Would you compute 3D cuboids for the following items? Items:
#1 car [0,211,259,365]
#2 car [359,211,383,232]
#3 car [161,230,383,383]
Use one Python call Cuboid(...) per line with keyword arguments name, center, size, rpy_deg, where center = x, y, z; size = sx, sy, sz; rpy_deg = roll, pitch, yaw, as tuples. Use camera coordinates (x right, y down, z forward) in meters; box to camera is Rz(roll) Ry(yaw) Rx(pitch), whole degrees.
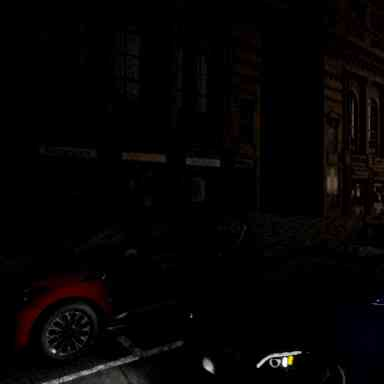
Cuboid(name="car", center=(-0.843, 1.327, 6.035), size=(5.009, 1.841, 2.192), rpy_deg=(0, 0, -35))
Cuboid(name="car", center=(8.297, 1.378, 12.513), size=(5.009, 1.841, 2.192), rpy_deg=(0, 0, -35))
Cuboid(name="car", center=(2.071, 1.545, 4.824), size=(4.674, 1.442, 1.812), rpy_deg=(0, 0, -35))
